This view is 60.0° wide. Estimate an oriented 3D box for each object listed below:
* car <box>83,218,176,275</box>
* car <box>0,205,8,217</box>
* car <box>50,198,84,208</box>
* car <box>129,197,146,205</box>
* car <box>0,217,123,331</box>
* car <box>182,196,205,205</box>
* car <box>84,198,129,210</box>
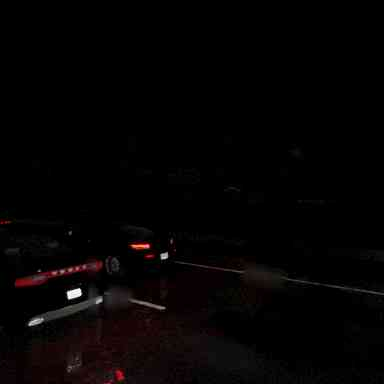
[{"bbox_3d":[-2.607,1.526,10.129,4.674,1.442,1.812,0,0,35],"label":"car"},{"bbox_3d":[-10.084,1.505,15.456,4.892,1.490,1.837,0,0,36],"label":"car"},{"bbox_3d":[-18.361,1.548,49.794,2.033,1.411,5.357,0,0,36],"label":"car"},{"bbox_3d":[-10.645,1.600,60.338,1.895,1.301,4.718,0,0,36],"label":"car"},{"bbox_3d":[-3.898,1.478,6.760,5.008,1.535,1.882,0,0,35],"label":"car"},{"bbox_3d":[0.232,1.477,57.431,1.882,1.535,5.008,0,0,36],"label":"car"},{"bbox_3d":[-10.769,1.502,42.386,1.837,1.490,4.892,0,1,36],"label":"car"}]
